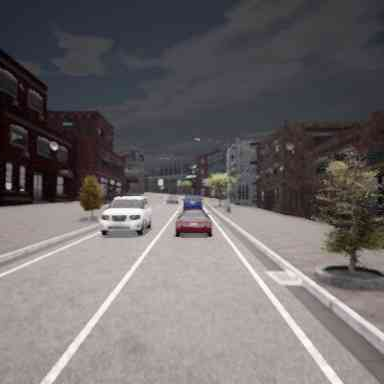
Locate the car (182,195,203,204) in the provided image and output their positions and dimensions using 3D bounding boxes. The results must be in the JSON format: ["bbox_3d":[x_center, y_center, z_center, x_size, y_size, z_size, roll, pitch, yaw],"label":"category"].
[{"bbox_3d":[0.079,1.308,37.462,2.150,2.045,5.566,0,0,0],"label":"car"}]

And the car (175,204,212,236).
[{"bbox_3d":[0.099,1.601,18.818,1.994,1.385,4.181,0,0,0],"label":"car"}]

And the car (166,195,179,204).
[{"bbox_3d":[-3.589,1.315,61.266,2.097,1.767,4.553,0,1,1],"label":"car"}]

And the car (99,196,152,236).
[{"bbox_3d":[-3.585,1.259,19.022,2.150,2.045,5.566,0,0,0],"label":"car"}]
